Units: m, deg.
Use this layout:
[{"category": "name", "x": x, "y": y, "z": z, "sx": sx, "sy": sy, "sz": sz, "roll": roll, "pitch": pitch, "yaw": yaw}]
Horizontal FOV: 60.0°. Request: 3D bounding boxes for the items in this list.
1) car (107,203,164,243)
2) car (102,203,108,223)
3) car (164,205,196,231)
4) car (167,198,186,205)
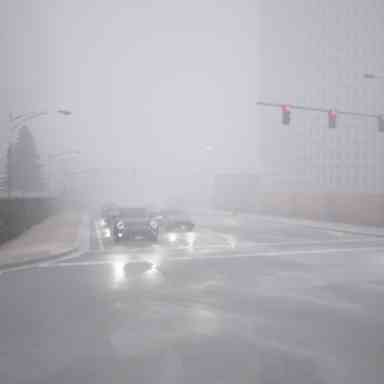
[{"category": "car", "x": -3.148, "y": 1.587, "z": 17.672, "sx": 2.097, "sy": 1.767, "sz": 4.553, "roll": 1, "pitch": -1, "yaw": -17}, {"category": "car", "x": -5.868, "y": 1.822, "z": 26.485, "sx": 1.882, "sy": 1.535, "sz": 5.008, "roll": 1, "pitch": -1, "yaw": -17}, {"category": "car", "x": -1.322, "y": 1.876, "z": 23.616, "sx": 2.033, "sy": 1.411, "sz": 5.357, "roll": 1, "pitch": -1, "yaw": -17}, {"category": "car", "x": -2.516, "y": 1.941, "z": 51.619, "sx": 2.150, "sy": 2.045, "sz": 5.566, "roll": 1, "pitch": -1, "yaw": -17}]
